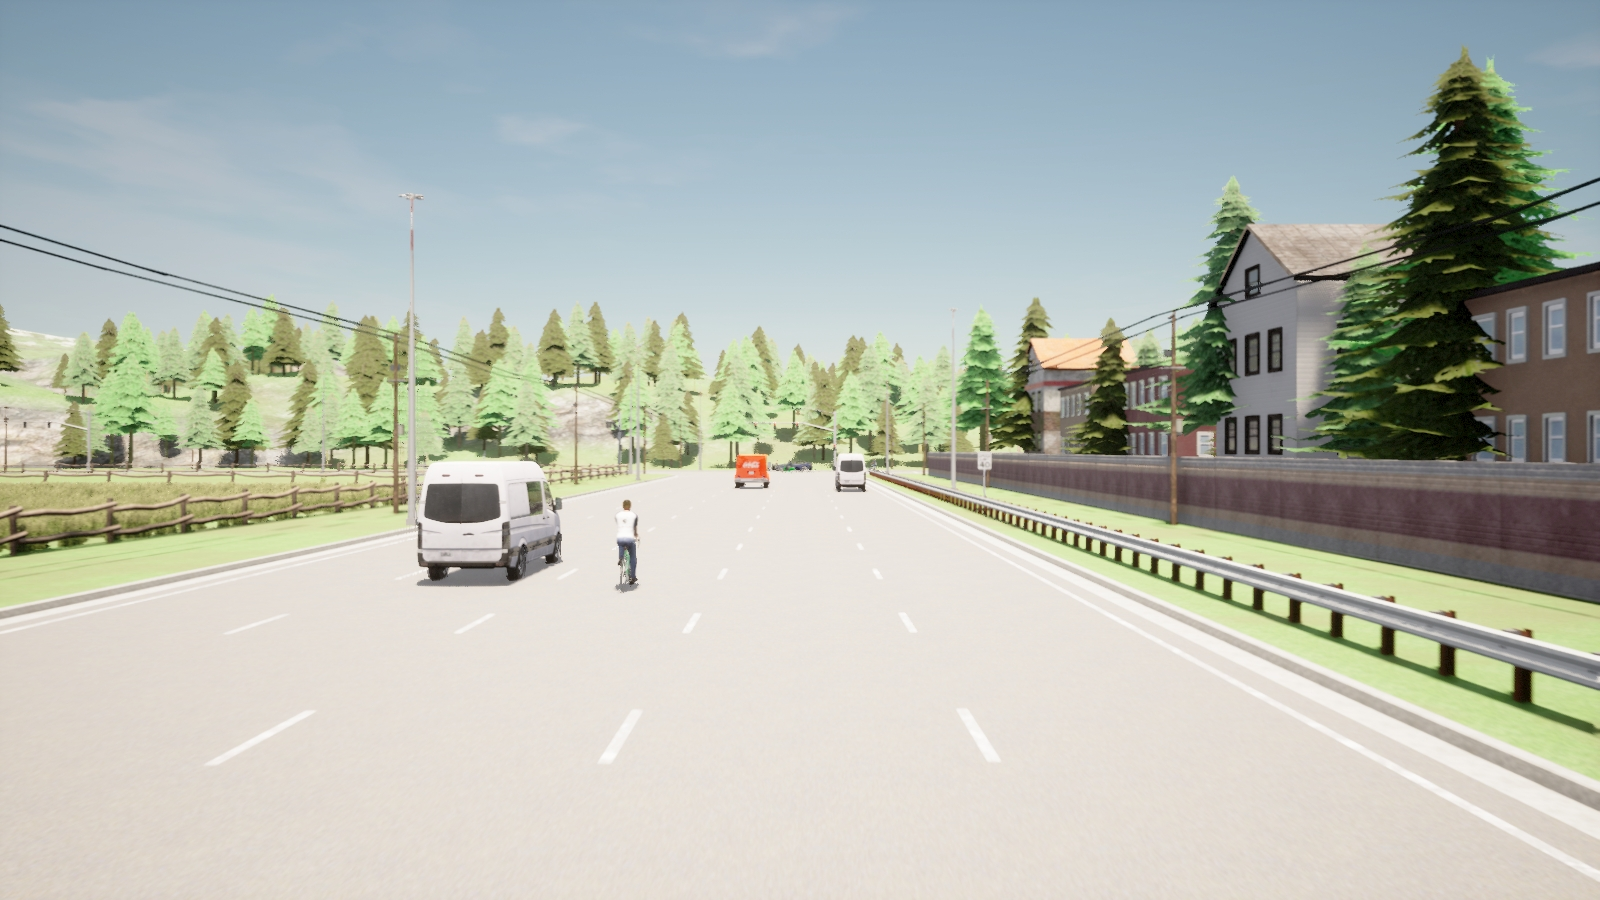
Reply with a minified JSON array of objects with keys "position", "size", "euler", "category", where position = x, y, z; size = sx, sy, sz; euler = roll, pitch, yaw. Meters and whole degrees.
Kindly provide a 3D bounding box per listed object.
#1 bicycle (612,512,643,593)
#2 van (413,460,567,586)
[{"position":[-3.498,2.056,23.215],"size":[0.373,1.496,1.643],"euler":[0,0,0],"category":"bicycle"},{"position":[-6.995,1.534,26.520],"size":[1.988,2.561,5.915],"euler":[0,0,0],"category":"van"}]
